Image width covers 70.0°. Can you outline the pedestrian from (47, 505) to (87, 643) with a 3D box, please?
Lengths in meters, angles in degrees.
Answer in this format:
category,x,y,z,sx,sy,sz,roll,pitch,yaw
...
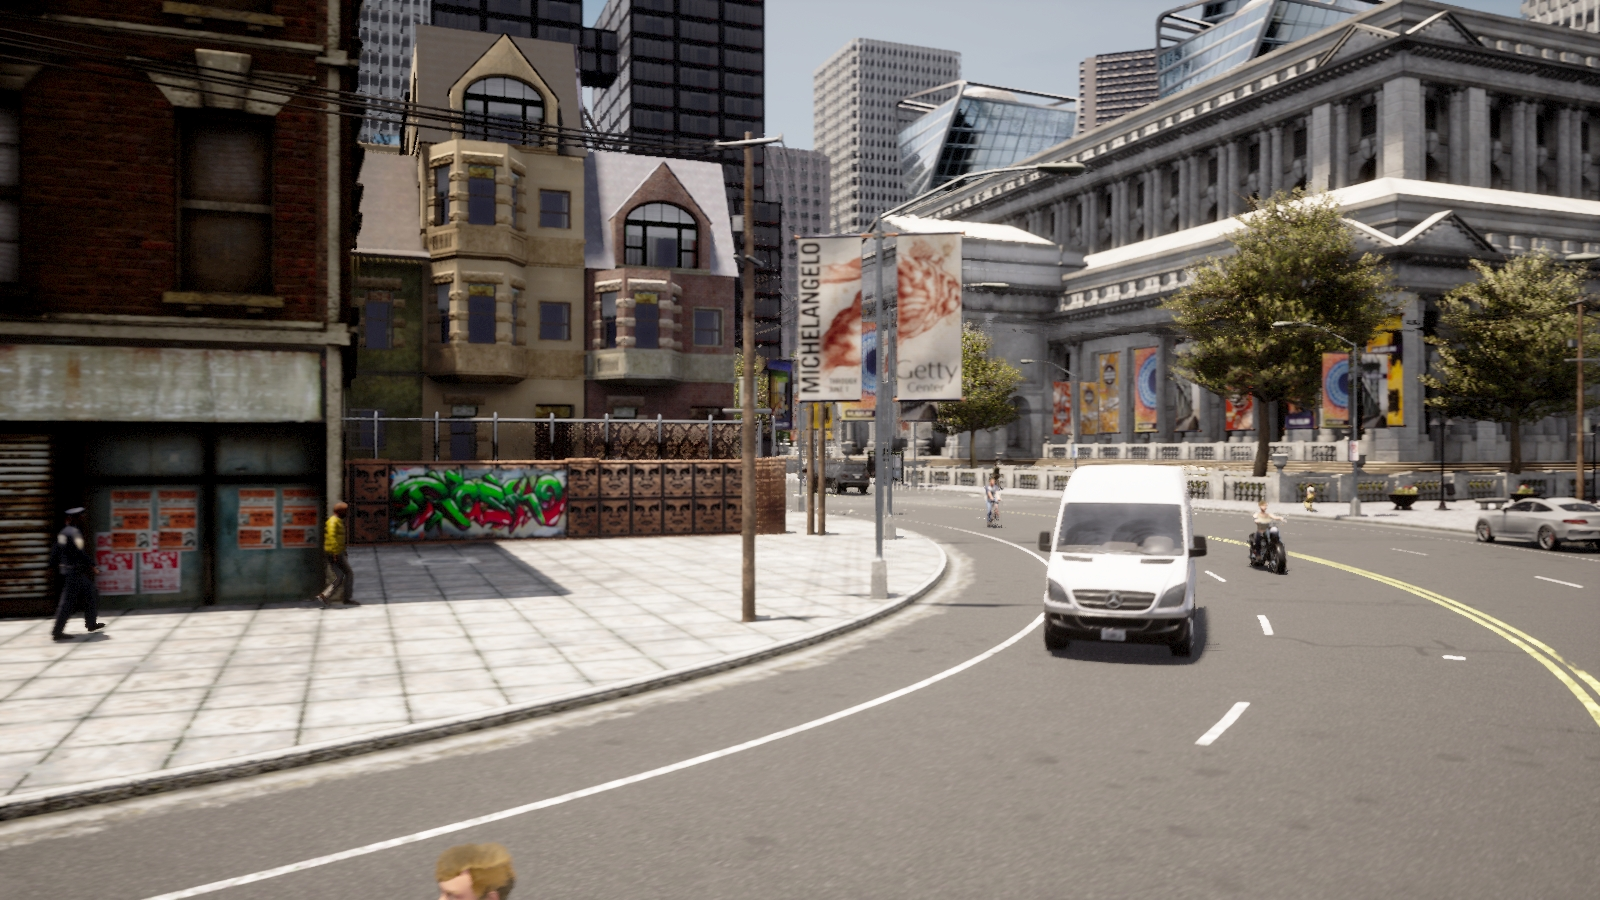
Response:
category,x,y,z,sx,sy,sz,roll,pitch,yaw
pedestrian,-10.184,1.708,15.872,0.375,1.860,0.375,0,0,40

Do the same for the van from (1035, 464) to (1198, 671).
category,x,y,z,sx,sy,sz,roll,pitch,yaw
van,5.068,1.541,17.684,1.988,2.561,5.915,0,0,20

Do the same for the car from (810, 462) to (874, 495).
category,x,y,z,sx,sy,sz,roll,pitch,yaw
car,2.700,1.815,74.696,2.150,2.045,5.566,0,0,-21

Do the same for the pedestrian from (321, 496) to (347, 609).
category,x,y,z,sx,sy,sz,roll,pitch,yaw
pedestrian,-7.839,1.708,19.211,0.375,1.860,0.375,0,0,-26

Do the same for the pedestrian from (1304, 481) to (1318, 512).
category,x,y,z,sx,sy,sz,roll,pitch,yaw
pedestrian,21.957,1.993,49.091,0.375,1.300,0.375,0,0,-18

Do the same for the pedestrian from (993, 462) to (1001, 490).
category,x,y,z,sx,sy,sz,roll,pitch,yaw
pedestrian,13.210,1.729,76.674,0.375,1.860,0.375,0,0,-23
